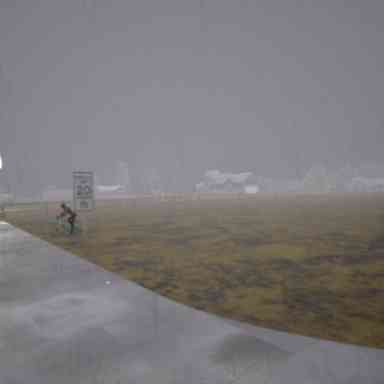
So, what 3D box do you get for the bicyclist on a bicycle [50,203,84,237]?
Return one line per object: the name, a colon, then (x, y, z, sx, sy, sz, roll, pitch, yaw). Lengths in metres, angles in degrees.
bicyclist on a bicycle: (-6.239, 1.377, 16.594, 1.656, 1.620, 0.582, -2, 1, -37)
